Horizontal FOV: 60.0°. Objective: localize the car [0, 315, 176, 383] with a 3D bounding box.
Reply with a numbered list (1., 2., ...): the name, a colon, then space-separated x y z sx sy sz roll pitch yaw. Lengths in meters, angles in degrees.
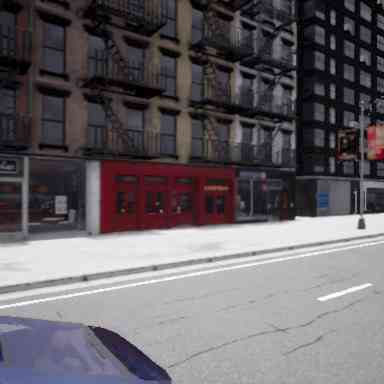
1. car: -2.042 1.556 1.760 4.181 1.385 1.994 0 0 -35
